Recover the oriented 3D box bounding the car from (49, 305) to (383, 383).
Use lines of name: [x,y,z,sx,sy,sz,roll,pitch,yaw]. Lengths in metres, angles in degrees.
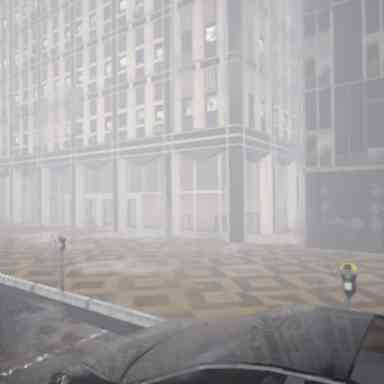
car: [0.741,1.573,2.350,4.313,1.339,1.947,-1,-1,36]
